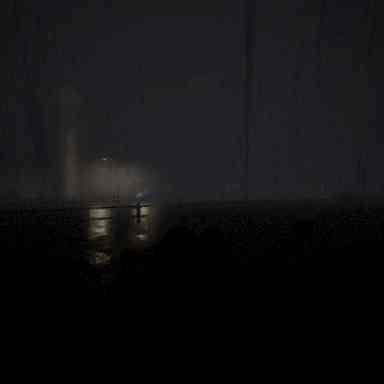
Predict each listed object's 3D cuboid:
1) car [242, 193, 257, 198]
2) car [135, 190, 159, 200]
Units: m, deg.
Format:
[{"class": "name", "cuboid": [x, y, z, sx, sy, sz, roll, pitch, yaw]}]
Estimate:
[{"class": "car", "cuboid": [16.061, 0.990, 93.294, 2.033, 1.411, 5.357, -1, 0, 43]}, {"class": "car", "cuboid": [-9.176, 0.551, 68.591, 2.150, 2.045, 5.566, -1, 0, 39]}]
